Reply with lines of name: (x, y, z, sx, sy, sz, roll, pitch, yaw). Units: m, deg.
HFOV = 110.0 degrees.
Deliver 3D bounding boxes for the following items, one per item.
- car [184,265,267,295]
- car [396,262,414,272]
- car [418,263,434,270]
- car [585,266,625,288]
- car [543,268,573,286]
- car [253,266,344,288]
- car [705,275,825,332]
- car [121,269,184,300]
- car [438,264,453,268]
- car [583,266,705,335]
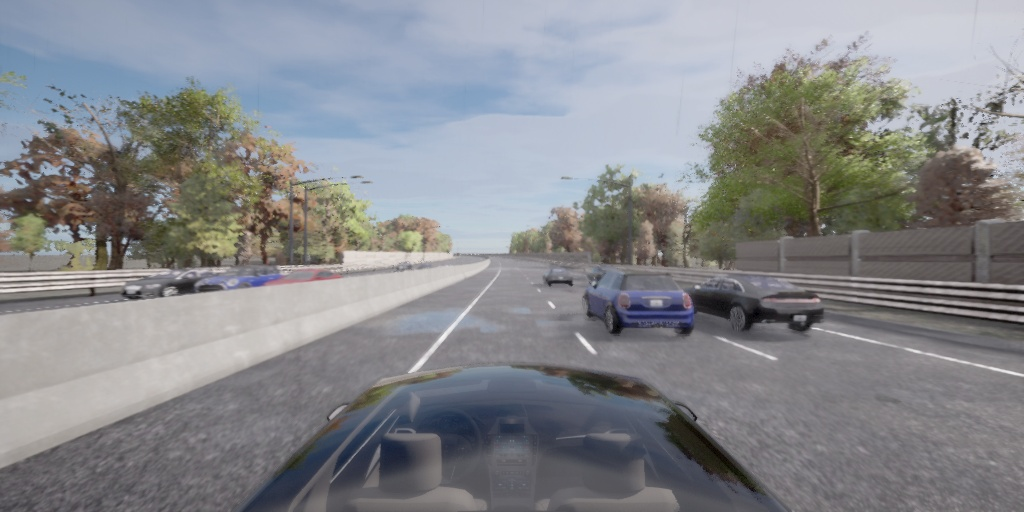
car: (-14.103, 1.291, 18.983, 2.097, 1.767, 4.553, 0, -1, 0)
car: (-17.823, 1.801, 59.926, 2.128, 1.511, 4.902, 0, 0, 0)
car: (-14.325, 1.872, 59.958, 1.994, 1.385, 4.181, 0, 0, 0)
car: (7.092, 1.540, 27.847, 1.837, 1.490, 4.892, 0, -1, 0)
car: (3.591, 1.604, 28.308, 1.994, 1.385, 4.181, 0, -1, 0)
car: (-10.603, 1.413, 18.663, 1.882, 1.535, 5.008, 0, -1, 0)
car: (7.097, 1.346, 11.259, 2.128, 1.511, 4.902, 0, -1, 0)
car: (-17.602, 1.431, 19.032, 2.128, 1.511, 4.902, 0, -1, 0)
car: (-10.819, 1.909, 59.055, 1.895, 1.301, 4.718, 0, 0, 0)
car: (3.596, 1.205, 11.044, 2.097, 1.767, 4.553, 0, -1, 0)
